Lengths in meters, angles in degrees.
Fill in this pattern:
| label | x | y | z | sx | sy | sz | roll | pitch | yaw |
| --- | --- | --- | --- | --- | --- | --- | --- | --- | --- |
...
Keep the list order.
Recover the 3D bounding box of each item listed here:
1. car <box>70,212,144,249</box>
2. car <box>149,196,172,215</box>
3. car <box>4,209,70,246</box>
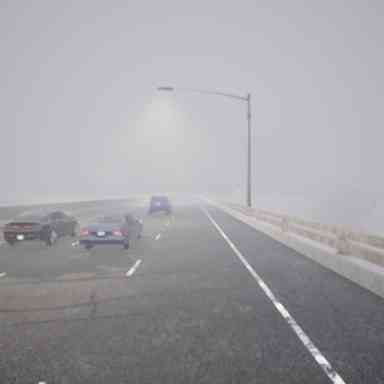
| label | x | y | z | sx | sy | sz | roll | pitch | yaw |
| --- | --- | --- | --- | --- | --- | --- | --- | --- | --- |
| car | -3.411 | 1.622 | 14.990 | 2.033 | 1.411 | 5.357 | 0 | 0 | 0 |
| car | -3.422 | 1.399 | 36.568 | 2.150 | 2.045 | 5.566 | 0 | 0 | 0 |
| car | -6.911 | 1.584 | 15.813 | 1.837 | 1.490 | 4.892 | 0 | 0 | 0 |
